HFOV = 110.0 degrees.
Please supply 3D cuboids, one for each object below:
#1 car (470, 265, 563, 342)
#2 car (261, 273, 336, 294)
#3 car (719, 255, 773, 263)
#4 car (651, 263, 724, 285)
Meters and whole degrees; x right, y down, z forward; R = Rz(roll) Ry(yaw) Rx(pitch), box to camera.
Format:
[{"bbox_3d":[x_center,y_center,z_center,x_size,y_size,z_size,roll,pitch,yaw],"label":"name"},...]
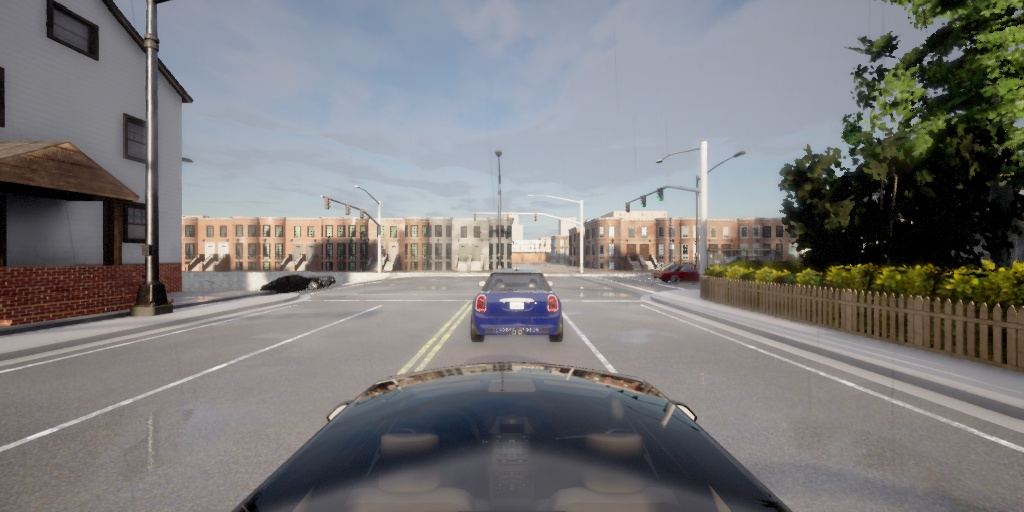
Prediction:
[{"bbox_3d":[0.109,1.102,9.928,2.097,1.767,4.553,0,0,0],"label":"car"},{"bbox_3d":[-15.369,1.998,25.829,4.892,1.490,1.837,-12,0,0],"label":"car"},{"bbox_3d":[18.735,0.971,29.643,5.566,2.045,2.150,0,0,0],"label":"car"},{"bbox_3d":[12.749,1.351,25.929,4.718,1.301,1.895,0,0,0],"label":"car"}]
